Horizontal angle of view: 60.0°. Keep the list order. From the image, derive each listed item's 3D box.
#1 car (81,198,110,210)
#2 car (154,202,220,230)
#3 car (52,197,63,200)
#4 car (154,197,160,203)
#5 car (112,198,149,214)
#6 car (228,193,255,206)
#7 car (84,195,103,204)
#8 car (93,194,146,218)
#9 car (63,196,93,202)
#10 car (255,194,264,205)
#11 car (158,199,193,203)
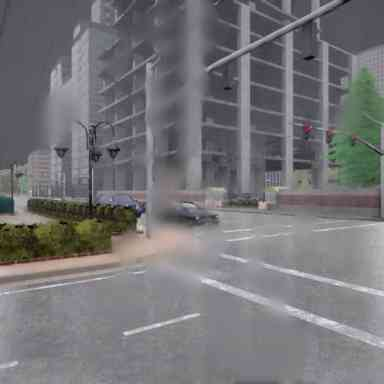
[{"bbox_3d":[-12.774,1.492,43.706,2.033,1.411,5.357,0,0,-36],"label":"car"},{"bbox_3d":[-0.375,1.546,20.673,1.895,1.301,4.718,0,0,-36],"label":"car"},{"bbox_3d":[-18.301,1.470,45.397,1.812,1.442,4.674,0,0,-36],"label":"car"},{"bbox_3d":[-5.703,1.436,46.211,2.128,1.511,4.902,0,0,-36],"label":"car"},{"bbox_3d":[-6.638,1.422,35.255,1.882,1.535,5.008,0,0,-36],"label":"car"},{"bbox_3d":[7.110,1.114,50.663,1.905,1.878,3.866,0,0,-36],"label":"car"},{"bbox_3d":[-19.214,1.435,64.811,2.128,1.511,4.902,0,0,-36],"label":"car"},{"bbox_3d":[-6.346,1.166,28.895,2.150,2.045,5.566,0,0,-36],"label":"car"},{"bbox_3d":[-12.371,1.492,37.187,2.033,1.411,5.357,0,0,-36],"label":"car"},{"bbox_3d":[9.500,1.114,52.377,1.905,1.878,3.866,0,0,-36],"label":"car"},{"bbox_3d":[-0.560,1.470,26.883,1.812,1.442,4.674,0,0,-36],"label":"car"}]
